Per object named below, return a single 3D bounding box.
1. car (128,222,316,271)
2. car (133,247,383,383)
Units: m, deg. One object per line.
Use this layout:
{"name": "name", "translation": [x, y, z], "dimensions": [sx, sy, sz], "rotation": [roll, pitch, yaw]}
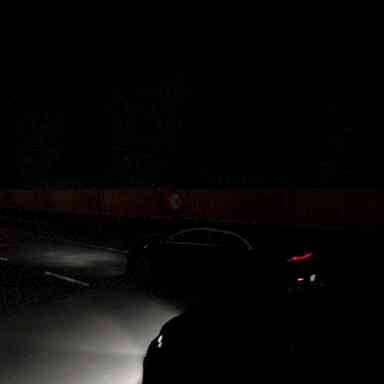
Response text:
{"name": "car", "translation": [0.500, 1.497, 8.133], "dimensions": [4.902, 1.511, 2.128], "rotation": [0, 0, 37]}
{"name": "car", "translation": [1.544, 1.569, 2.996], "dimensions": [4.181, 1.385, 1.994], "rotation": [0, 0, 36]}
